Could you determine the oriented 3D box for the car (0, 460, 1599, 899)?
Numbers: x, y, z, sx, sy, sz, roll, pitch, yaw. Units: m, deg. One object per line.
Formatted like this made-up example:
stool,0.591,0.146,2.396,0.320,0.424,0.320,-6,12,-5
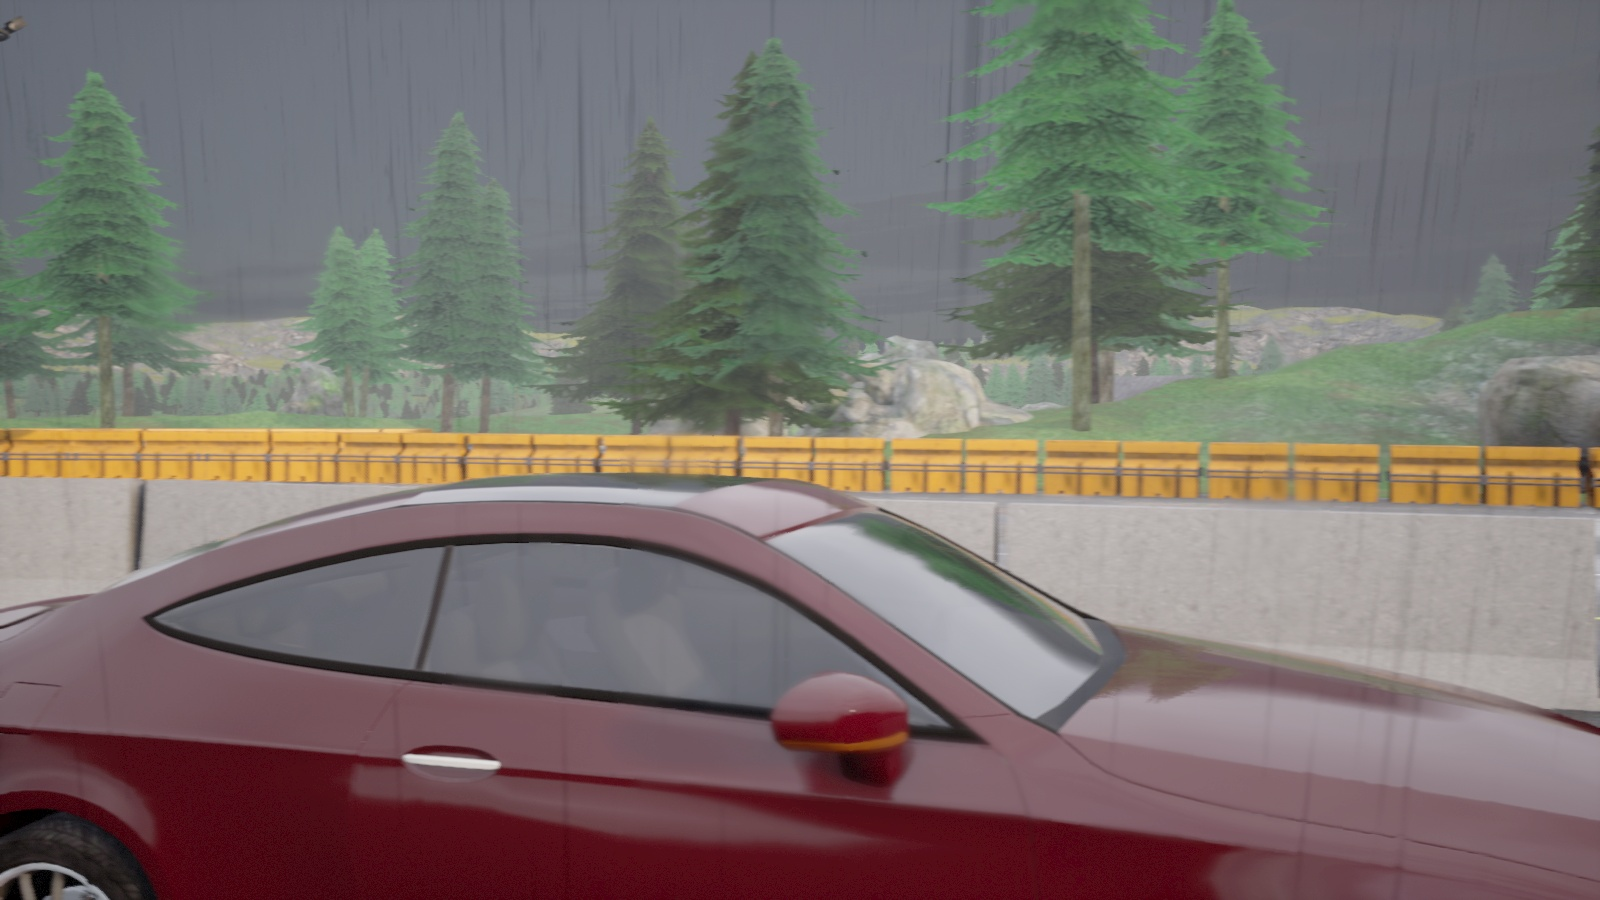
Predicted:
car,-0.177,0.791,3.278,4.674,1.442,1.812,0,1,17
